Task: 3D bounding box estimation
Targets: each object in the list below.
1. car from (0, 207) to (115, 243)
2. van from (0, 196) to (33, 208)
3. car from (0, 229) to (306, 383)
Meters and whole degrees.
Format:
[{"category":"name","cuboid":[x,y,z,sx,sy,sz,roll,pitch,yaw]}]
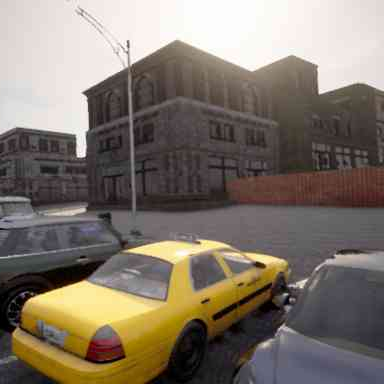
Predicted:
[{"category":"car","cuboid":[-2.461,1.284,7.034,2.185,1.767,4.553,1,0,35]},{"category":"van","cuboid":[-6.907,1.146,10.385,1.878,1.987,4.442,0,0,35]},{"category":"car","cuboid":[0.039,1.441,5.517,1.946,1.575,5.366,1,0,35]}]
